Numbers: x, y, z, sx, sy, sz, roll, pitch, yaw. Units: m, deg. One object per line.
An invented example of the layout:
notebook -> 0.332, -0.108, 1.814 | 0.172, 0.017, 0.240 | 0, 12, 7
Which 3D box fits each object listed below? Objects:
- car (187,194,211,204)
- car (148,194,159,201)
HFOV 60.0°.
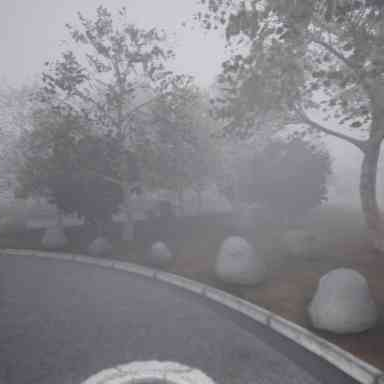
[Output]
car -> 1.097, 1.148, 56.361 | 2.097, 1.767, 4.553 | 0, 1, -41
car -> -8.381, 1.093, 66.365 | 1.812, 1.442, 4.674 | 1, 1, -44
